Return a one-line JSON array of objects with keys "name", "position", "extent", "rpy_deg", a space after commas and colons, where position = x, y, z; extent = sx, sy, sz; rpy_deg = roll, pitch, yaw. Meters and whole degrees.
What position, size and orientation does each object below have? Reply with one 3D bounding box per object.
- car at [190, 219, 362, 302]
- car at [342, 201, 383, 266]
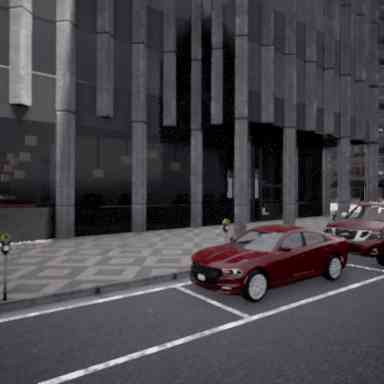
[{"name": "car", "position": [2.028, 1.512, 8.202], "extent": [4.507, 1.381, 1.887], "rpy_deg": [0, 1, -35]}, {"name": "car", "position": [6.608, 1.253, 11.466], "extent": [5.009, 1.841, 2.192], "rpy_deg": [0, 1, -35]}]
